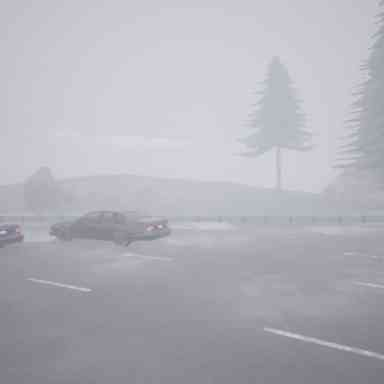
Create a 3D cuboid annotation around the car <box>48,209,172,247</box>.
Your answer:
[{"bbox_3d":[-3.525,1.418,14.105,5.357,1.411,2.033,0,1,25],"label":"car"}]

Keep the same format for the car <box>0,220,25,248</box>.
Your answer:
[{"bbox_3d":[-8.971,1.495,12.655,5.357,1.411,2.033,0,1,21],"label":"car"}]
